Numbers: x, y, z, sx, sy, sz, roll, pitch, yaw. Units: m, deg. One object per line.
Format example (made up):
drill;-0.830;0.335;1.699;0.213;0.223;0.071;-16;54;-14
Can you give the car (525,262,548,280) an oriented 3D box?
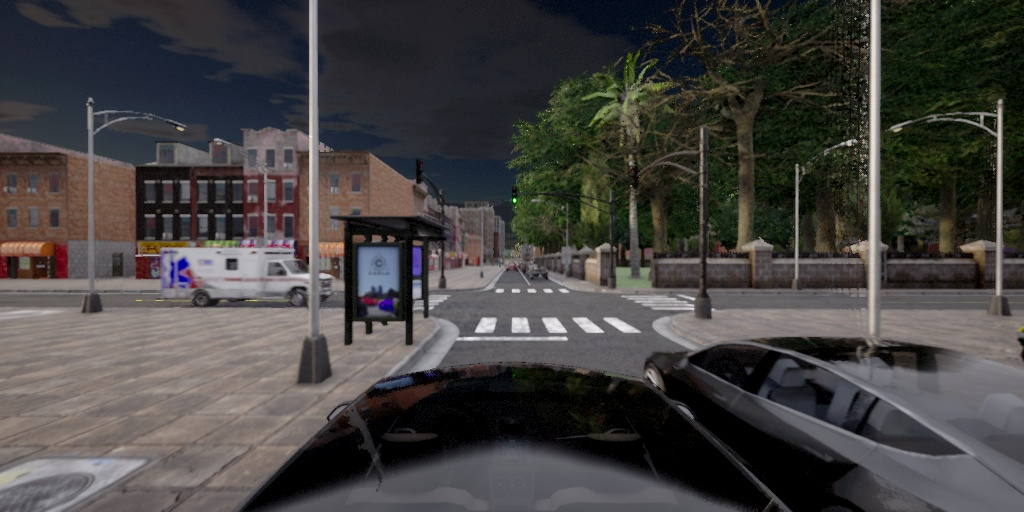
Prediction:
car;2.641;1.620;35.573;2.007;1.370;4.403;0;0;0

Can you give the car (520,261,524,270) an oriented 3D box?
car;2.643;1.577;51.921;2.192;1.841;5.009;0;0;0

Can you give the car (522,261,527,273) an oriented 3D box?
car;2.642;1.745;46.472;2.007;1.370;4.403;0;0;0

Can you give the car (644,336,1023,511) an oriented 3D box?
car;2.637;1.327;3.062;1.948;1.339;4.313;0;0;0

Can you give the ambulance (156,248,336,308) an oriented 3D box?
ambulance;-11.068;0.883;15.387;6.366;2.431;2.351;0;0;0

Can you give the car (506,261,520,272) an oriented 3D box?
car;0.007;1.894;60.138;1.812;1.442;4.674;0;-1;0

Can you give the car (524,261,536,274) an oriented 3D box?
car;2.642;1.656;41.192;1.751;1.417;4.829;0;0;0
